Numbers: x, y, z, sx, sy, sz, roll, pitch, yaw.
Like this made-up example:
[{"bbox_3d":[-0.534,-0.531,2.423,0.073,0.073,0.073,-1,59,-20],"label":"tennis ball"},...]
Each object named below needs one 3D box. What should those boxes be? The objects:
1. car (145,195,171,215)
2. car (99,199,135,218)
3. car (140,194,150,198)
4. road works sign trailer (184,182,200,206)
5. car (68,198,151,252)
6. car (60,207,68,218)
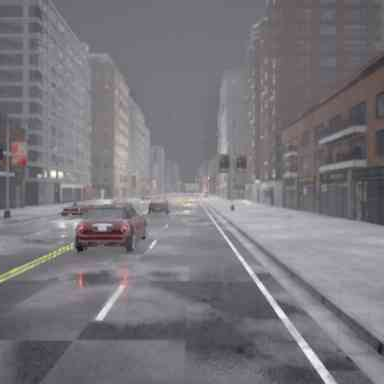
[{"bbox_3d":[-3.146,1.357,32.903,1.882,1.535,5.008,0,0,0],"label":"car"},{"bbox_3d":[-6.605,1.436,30.006,2.033,1.411,5.357,0,0,0],"label":"car"},{"bbox_3d":[-9.768,1.192,70.702,1.837,1.490,4.892,0,0,0],"label":"car"},{"bbox_3d":[-0.013,0.277,51.828,2.380,3.560,2.880,0,0,0],"label":"road works sign trailer"},{"bbox_3d":[-3.153,1.300,13.827,2.097,1.767,4.553,0,0,0],"label":"car"},{"bbox_3d":[-9.855,1.493,29.151,1.895,1.301,4.718,0,0,0],"label":"car"}]
